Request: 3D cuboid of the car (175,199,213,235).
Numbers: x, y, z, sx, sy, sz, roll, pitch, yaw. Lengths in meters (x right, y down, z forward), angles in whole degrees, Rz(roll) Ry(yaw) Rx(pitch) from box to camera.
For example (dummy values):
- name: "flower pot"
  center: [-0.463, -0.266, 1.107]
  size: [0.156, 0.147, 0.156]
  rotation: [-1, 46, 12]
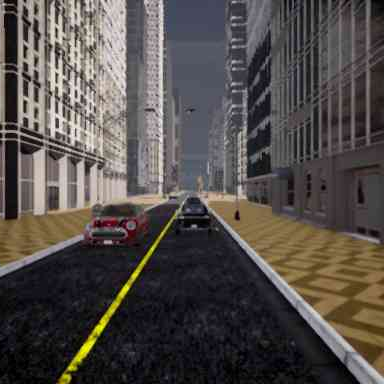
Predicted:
- name: "car"
  center: [0.095, 1.373, 17.948]
  size: [2.128, 1.511, 4.902]
  rotation: [0, 0, 0]

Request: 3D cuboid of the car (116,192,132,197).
- name: "car"
  center: [-19.212, 0.725, 93.654]
  size: [4.097, 1.590, 1.967]
  rotation: [0, 0, -1]

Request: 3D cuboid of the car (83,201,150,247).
- name: "car"
  center: [-3.103, 1.255, 14.518]
  size: [2.097, 1.767, 4.553]
  rotation: [0, 0, 0]

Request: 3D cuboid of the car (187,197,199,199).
- name: "car"
  center: [0.095, 1.269, 35.694]
  size: [1.837, 1.490, 4.892]
  rotation: [0, 1, 0]

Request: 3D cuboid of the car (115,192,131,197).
- name: "car"
  center: [-18.901, 0.839, 85.019]
  size: [4.829, 1.417, 1.752]
  rotation: [0, 0, -1]

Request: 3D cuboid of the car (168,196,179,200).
- name: "car"
  center: [-3.005, 0.839, 55.168]
  size: [1.895, 1.301, 4.718]
  rotation: [0, 0, 0]
